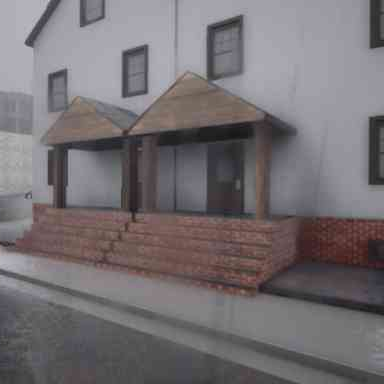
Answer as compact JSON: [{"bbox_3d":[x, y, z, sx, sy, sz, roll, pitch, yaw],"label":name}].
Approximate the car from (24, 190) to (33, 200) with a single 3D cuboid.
[{"bbox_3d":[-13.199,-0.171,30.706,1.994,1.385,4.181,1,11,34],"label":"car"}]
